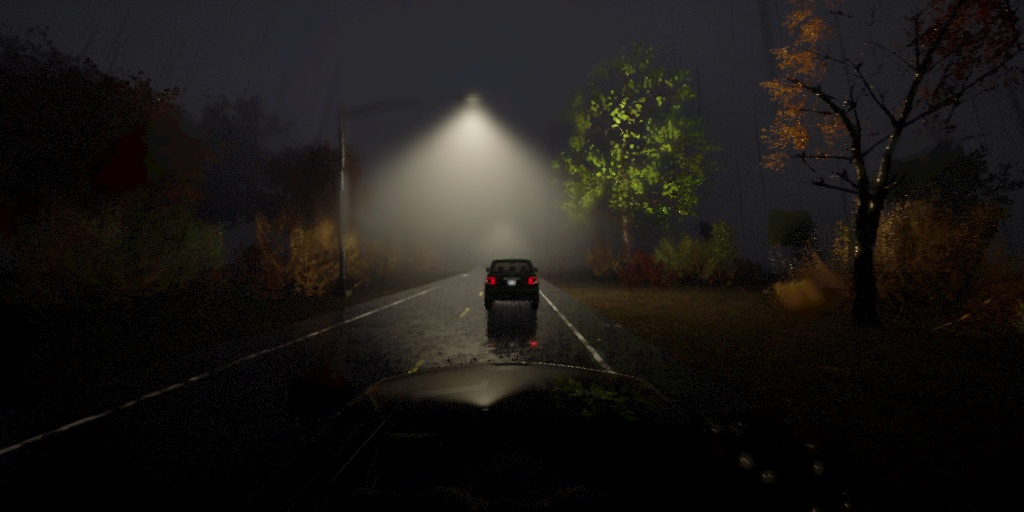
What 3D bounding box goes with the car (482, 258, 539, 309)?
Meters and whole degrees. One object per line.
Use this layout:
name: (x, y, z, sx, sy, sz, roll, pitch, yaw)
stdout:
car: (-0.010, 1.099, 15.883, 2.150, 2.045, 5.566, 0, 0, 0)
